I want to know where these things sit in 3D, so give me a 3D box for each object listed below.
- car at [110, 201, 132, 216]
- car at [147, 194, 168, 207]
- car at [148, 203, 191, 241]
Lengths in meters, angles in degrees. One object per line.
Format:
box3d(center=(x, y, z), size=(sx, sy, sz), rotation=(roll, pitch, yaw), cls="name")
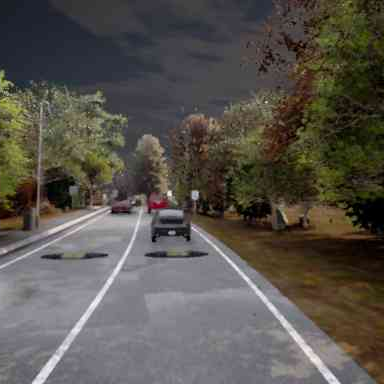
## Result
box3d(center=(-6.983, 1.601, 33.157), size=(1.895, 1.301, 4.718), rotation=(0, 0, -8), cls="car")
box3d(center=(-3.836, 1.251, 37.322), size=(2.150, 2.045, 5.566), rotation=(0, 0, -8), cls="car")
box3d(center=(-1.147, 1.534, 17.015), size=(1.837, 1.490, 4.892), rotation=(1, 0, -6), cls="car")
